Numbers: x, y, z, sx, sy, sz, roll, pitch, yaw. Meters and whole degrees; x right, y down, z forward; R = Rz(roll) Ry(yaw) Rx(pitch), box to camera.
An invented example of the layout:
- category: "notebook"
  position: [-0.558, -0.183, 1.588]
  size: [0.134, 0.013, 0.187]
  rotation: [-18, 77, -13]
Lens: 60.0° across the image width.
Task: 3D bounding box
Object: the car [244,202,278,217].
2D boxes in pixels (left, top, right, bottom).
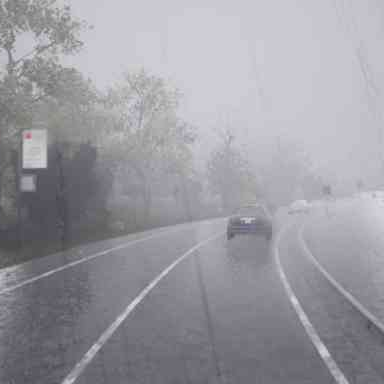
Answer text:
- category: "car"
  position: [7.111, 1.770, 34.030]
  size: [1.895, 1.301, 4.718]
  rotation: [-3, -1, 32]

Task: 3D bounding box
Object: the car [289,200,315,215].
- category: "car"
  position: [11.273, 1.509, 34.080]
  size: [1.812, 1.442, 4.674]
  rotation: [-3, -1, 32]

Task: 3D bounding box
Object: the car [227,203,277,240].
- category: "car"
  position: [3.235, 1.403, 17.463]
  size: [2.097, 1.767, 4.553]
  rotation: [-1, -1, 17]
